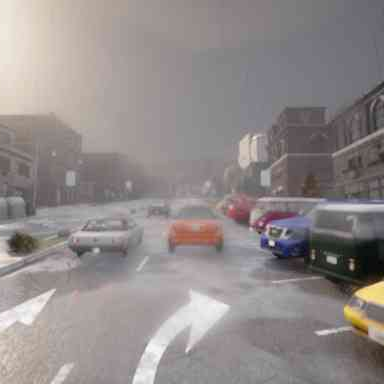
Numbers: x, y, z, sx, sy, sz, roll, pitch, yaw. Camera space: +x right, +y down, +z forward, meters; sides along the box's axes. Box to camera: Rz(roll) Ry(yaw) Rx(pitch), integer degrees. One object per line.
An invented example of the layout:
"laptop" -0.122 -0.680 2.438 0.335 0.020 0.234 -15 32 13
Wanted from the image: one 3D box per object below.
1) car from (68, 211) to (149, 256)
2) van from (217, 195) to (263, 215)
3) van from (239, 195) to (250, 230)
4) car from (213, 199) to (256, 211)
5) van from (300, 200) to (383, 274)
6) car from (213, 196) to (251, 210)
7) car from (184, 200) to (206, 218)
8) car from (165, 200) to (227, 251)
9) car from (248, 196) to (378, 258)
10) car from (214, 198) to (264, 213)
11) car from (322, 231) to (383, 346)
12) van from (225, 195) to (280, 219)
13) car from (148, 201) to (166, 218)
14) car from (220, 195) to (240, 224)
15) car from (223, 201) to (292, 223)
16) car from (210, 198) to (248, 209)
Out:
"car" -3.107 1.628 13.140 1.895 1.301 4.718 0 0 1
"van" 5.146 1.342 35.491 4.442 1.987 1.878 1 0 -19
"van" 5.017 1.301 17.217 4.442 1.987 1.878 1 0 -19
"car" 5.322 1.614 41.644 4.792 1.488 2.163 1 0 -20
"van" 5.170 1.284 8.165 4.442 1.987 1.878 1 0 -19
"car" 5.343 1.467 44.687 4.553 1.767 2.185 1 0 -20
"car" 0.294 1.549 31.612 1.882 1.535 5.008 0 0 1
"car" 0.162 1.383 14.469 2.097 1.767 4.553 0 0 1
"car" 5.058 1.264 11.154 5.566 2.045 2.435 1 0 -19
"car" 5.449 1.576 38.648 5.366 1.575 1.946 1 0 -19
"car" 4.862 1.496 5.014 5.366 1.575 1.946 1 0 -19
"van" 5.320 1.332 29.487 4.442 1.987 1.878 1 0 -19
"car" -2.966 1.592 30.816 1.812 1.442 4.674 0 0 1
"car" 5.194 1.292 23.365 5.566 2.045 2.435 1 0 -19
"car" 5.182 1.550 26.396 4.892 1.521 2.231 1 0 -19
"car" 5.311 1.601 47.730 4.892 1.521 2.231 1 0 -20
